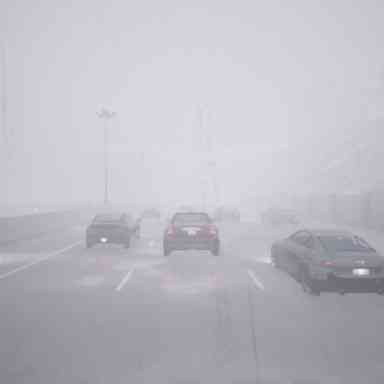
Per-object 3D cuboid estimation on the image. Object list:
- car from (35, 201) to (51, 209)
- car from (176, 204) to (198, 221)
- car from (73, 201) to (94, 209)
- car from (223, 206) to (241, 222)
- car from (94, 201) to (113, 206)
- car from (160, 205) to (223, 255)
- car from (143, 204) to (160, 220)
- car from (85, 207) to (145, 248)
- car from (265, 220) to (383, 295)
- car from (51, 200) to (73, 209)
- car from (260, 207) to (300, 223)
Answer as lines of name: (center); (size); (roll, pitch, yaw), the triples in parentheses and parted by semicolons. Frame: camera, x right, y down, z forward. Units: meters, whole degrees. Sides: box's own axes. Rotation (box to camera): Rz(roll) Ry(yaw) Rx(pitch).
car: (-25.706, 2.237, 58.679); (2.033, 1.411, 5.357); (0, -1, -1)
car: (-0.461, 1.943, 32.235); (1.994, 1.385, 4.181); (0, -1, -1)
car: (-18.705, 2.237, 58.679); (2.033, 1.411, 5.357); (0, -1, -1)
car: (3.092, 1.955, 30.075); (1.895, 1.301, 4.718); (0, -1, -1)
car: (-15.207, 2.238, 58.759); (2.033, 1.411, 5.357); (0, -1, -1)
car: (-0.056, 1.519, 14.172); (2.097, 1.767, 4.553); (0, -1, -1)
car: (-3.985, 1.910, 32.656); (1.812, 1.442, 4.674); (0, -1, -2)
car: (-3.584, 1.691, 15.737); (1.837, 1.490, 4.892); (0, -1, -1)
car: (3.532, 1.671, 8.997); (1.994, 1.385, 4.181); (0, -1, -1)
car: (-22.198, 2.176, 58.131); (2.128, 1.511, 4.902); (0, -1, -1)
car: (6.698, 1.851, 25.762); (2.033, 1.411, 5.357); (0, -1, -1)
